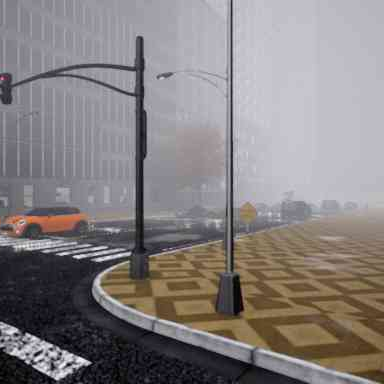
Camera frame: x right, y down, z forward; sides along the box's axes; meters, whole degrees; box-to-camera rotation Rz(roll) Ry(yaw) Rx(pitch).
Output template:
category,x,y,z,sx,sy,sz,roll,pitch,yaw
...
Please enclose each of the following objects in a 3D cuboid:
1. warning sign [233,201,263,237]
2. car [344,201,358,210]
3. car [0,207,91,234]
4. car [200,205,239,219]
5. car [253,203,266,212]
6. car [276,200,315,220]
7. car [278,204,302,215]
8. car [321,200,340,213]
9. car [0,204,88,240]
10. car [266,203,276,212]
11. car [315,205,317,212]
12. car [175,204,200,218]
category,x,y,z,sx,sy,sz,roll,pitch,yaw
warning sign,3.122,1.452,18.564,1.300,1.860,1.060,1,1,33
car,31.498,2.658,65.692,2.097,1.767,4.553,0,-1,33
car,-9.594,1.798,22.314,2.033,1.411,5.357,0,-1,33
car,3.434,2.142,36.495,2.033,1.411,5.357,0,-1,33
car,11.000,2.462,54.021,1.812,1.442,4.674,0,-1,33
car,11.519,1.907,36.667,2.150,2.045,5.566,0,-1,33
car,13.634,2.367,46.035,1.812,1.442,4.674,0,-1,33
car,22.240,2.257,53.269,2.150,2.045,5.566,0,-1,33
car,-8.136,1.565,18.581,2.097,1.767,4.553,0,-1,33
car,13.750,2.486,52.287,1.837,1.490,4.892,0,-1,33
car,19.193,2.501,54.725,1.882,1.535,5.008,0,-1,33
car,-0.015,2.092,37.144,1.812,1.442,4.674,0,-1,33
